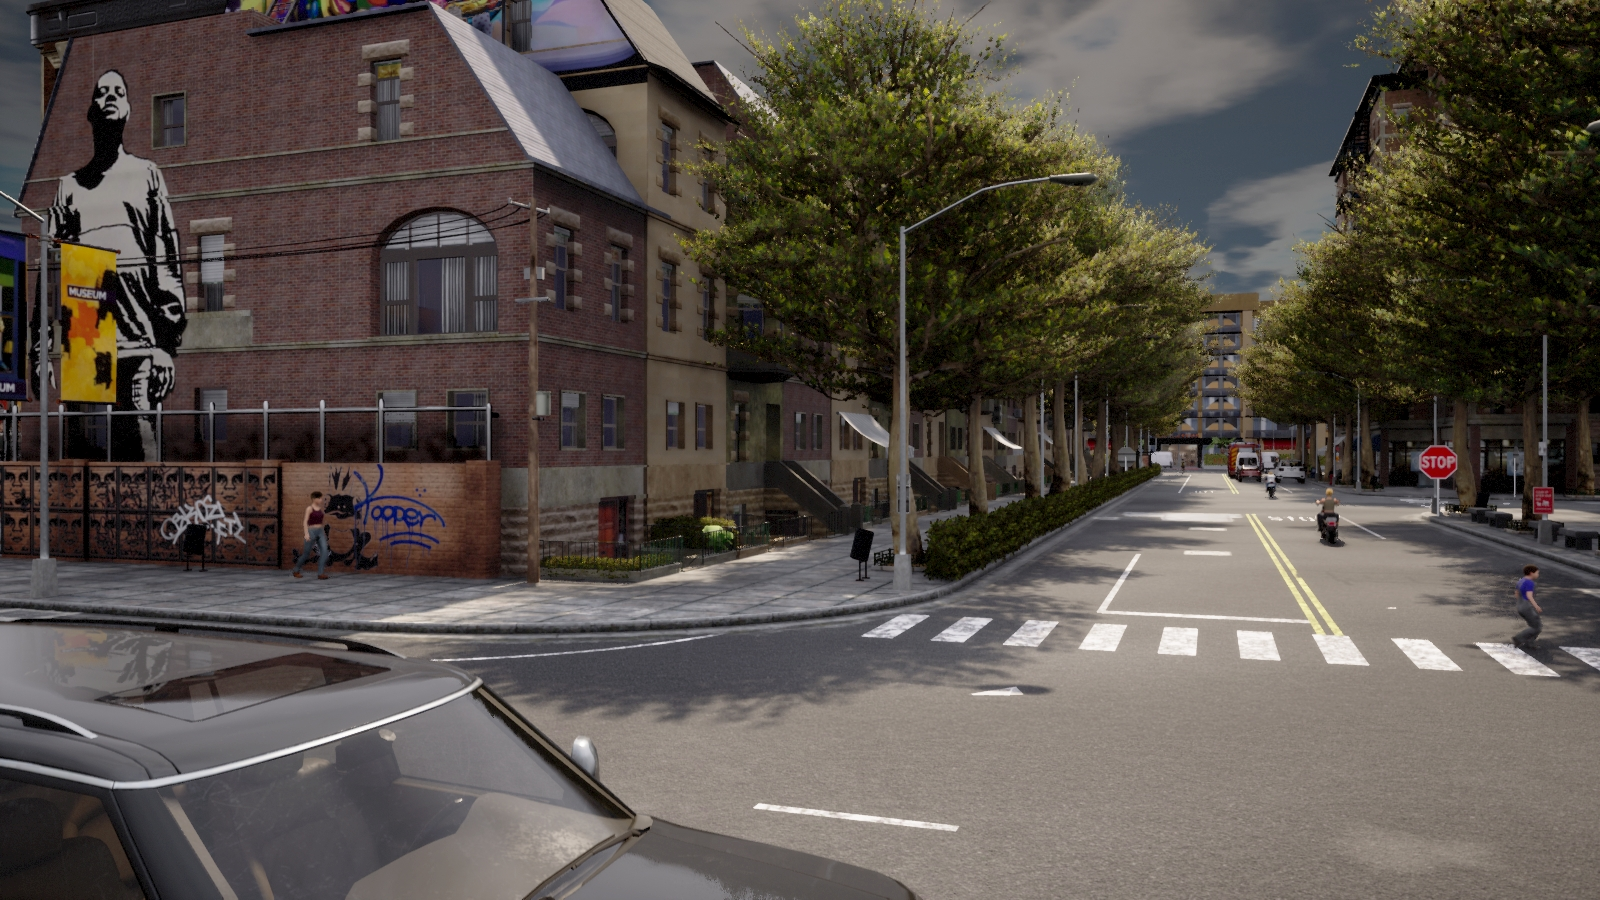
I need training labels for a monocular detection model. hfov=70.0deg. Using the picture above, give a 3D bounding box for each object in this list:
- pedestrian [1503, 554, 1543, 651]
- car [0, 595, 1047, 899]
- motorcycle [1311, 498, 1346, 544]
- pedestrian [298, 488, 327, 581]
[{"bbox_3d":[10.136,2.128,16.024,0.375,1.300,0.375,0,0,15],"label":"pedestrian"},{"bbox_3d":[-2.099,1.777,4.031,5.566,2.045,2.150,0,0,20],"label":"car"},{"bbox_3d":[16.286,2.169,35.238,0.764,1.277,2.356,0,0,20],"label":"motorcycle"},{"bbox_3d":[-9.937,1.703,23.292,0.375,1.860,0.375,0,0,22],"label":"pedestrian"}]
